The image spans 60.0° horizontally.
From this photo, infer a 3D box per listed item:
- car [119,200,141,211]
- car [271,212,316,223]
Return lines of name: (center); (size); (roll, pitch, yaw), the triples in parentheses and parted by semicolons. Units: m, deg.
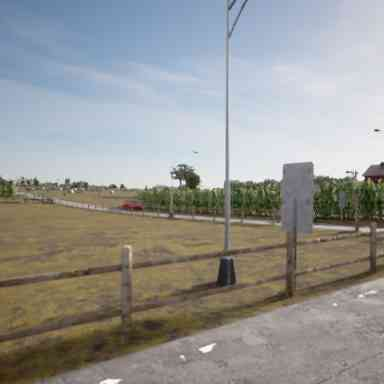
car: (-11.291, 2.405, 60.611); (2.150, 2.045, 5.566); (3, -2, -35)
car: (9.529, 2.238, 31.468); (1.994, 1.385, 4.181); (3, -3, -36)
